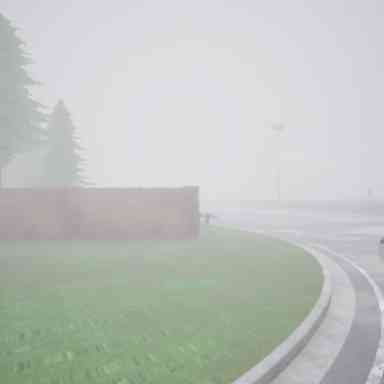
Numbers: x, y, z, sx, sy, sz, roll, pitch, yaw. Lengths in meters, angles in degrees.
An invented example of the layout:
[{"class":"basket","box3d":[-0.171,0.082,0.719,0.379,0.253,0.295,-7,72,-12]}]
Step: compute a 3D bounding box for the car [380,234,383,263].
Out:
[{"class":"car","box3d":[6.461,1.496,8.794,1.882,1.535,5.008,0,0,19]}]
